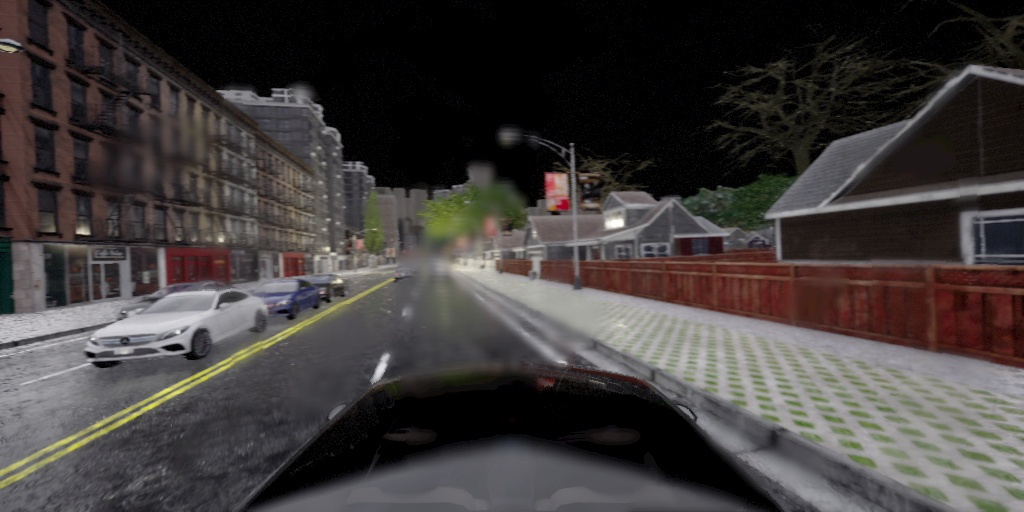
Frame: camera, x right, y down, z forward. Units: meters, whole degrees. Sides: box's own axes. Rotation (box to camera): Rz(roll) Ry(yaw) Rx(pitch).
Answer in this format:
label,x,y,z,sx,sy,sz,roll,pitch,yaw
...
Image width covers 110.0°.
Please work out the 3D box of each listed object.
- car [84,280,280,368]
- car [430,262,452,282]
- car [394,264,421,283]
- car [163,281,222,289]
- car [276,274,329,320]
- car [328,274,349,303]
label,x,y,z,sx,sy,sz,roll,pitch,yaw
car,-8.132,1.618,9.309,1.812,1.442,4.674,-2,0,-13
car,-6.376,1.539,32.358,2.033,1.411,5.357,-2,0,-12
car,-10.070,1.694,34.002,2.033,1.411,5.357,-2,0,-13
car,-12.341,1.772,13.759,2.128,1.511,4.902,-2,0,-13
car,-9.170,1.672,14.467,1.812,1.442,4.674,-2,0,-13
car,-10.412,1.727,19.665,2.033,1.411,5.357,-2,0,-13
